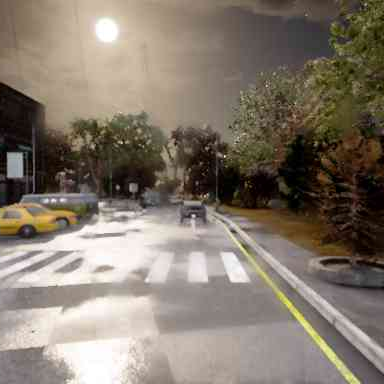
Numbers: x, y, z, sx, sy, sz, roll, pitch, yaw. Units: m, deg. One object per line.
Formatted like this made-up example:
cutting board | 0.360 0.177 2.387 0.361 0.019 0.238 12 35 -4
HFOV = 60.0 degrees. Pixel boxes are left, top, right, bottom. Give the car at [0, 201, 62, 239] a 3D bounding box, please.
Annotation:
car | -9.368 1.457 16.134 5.366 1.575 1.946 -1 1 -20

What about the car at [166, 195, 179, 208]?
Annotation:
car | -2.462 1.116 41.238 2.128 1.511 4.902 0 1 -16

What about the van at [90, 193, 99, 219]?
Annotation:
van | -9.387 1.113 25.146 4.442 1.987 1.878 -1 1 -21

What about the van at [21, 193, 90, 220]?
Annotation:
van | -9.359 1.156 22.146 4.442 1.987 1.878 -1 1 -21

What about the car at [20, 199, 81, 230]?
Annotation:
car | -9.227 1.422 19.202 5.008 1.535 2.097 -1 0 -20

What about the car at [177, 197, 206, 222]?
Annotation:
car | 0.014 1.359 24.954 1.837 1.490 4.892 0 0 -2

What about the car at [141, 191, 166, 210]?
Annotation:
car | -4.675 0.883 38.298 2.150 2.045 5.566 0 0 -12
